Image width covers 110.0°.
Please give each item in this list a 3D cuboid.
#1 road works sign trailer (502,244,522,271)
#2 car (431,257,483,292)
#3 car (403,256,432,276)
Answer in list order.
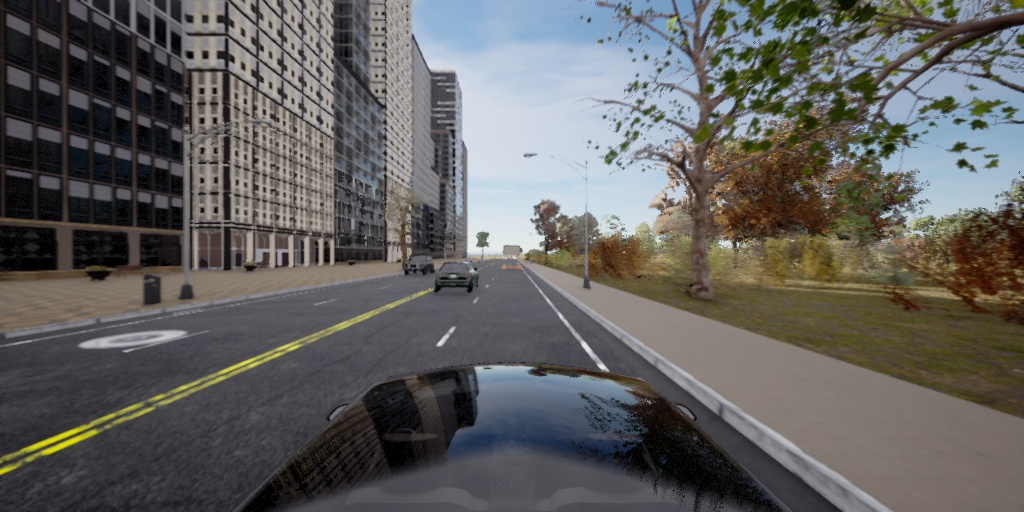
[{"bbox_3d":[-0.022,0.214,48.669,2.380,3.560,2.880,0,0,0],"label":"road works sign trailer"},{"bbox_3d":[-3.159,1.104,21.388,2.097,1.767,4.553,0,0,0],"label":"car"},{"bbox_3d":[-9.836,0.984,38.420,2.150,2.045,5.566,0,0,0],"label":"car"}]
